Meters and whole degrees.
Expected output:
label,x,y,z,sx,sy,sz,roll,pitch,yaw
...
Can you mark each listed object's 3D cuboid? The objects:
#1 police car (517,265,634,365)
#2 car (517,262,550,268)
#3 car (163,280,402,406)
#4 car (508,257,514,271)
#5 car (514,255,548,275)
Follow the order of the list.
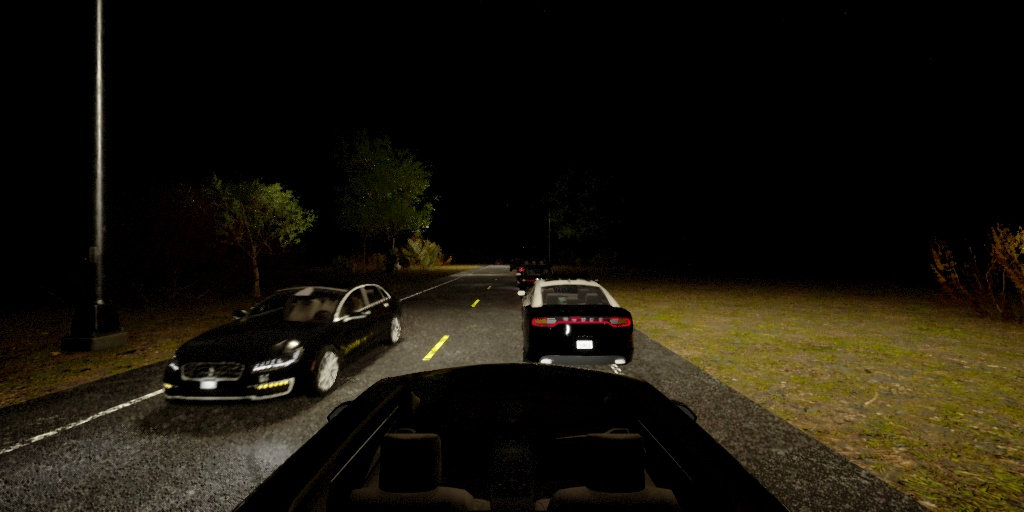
label,x,y,z,sx,sy,sz,roll,pitch,yaw
police car,1.164,1.174,8.151,1.930,1.638,5.238,0,0,1
car,1.305,1.250,18.039,1.837,1.490,4.892,0,0,1
car,-3.508,1.254,6.614,1.837,1.490,4.892,0,0,1
car,0.700,1.233,46.572,1.812,1.442,4.674,0,0,1
car,1.389,0.963,24.069,2.150,2.045,5.566,0,0,1
